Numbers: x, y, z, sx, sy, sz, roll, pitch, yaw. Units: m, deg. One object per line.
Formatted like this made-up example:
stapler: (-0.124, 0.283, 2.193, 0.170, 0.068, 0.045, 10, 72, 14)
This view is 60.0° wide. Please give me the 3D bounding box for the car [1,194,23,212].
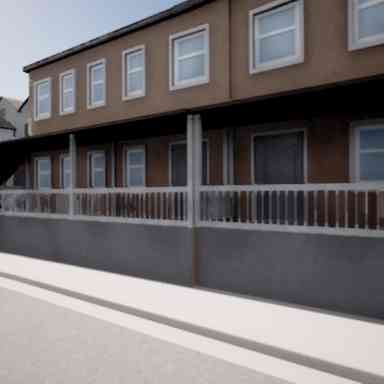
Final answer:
car: (-14.864, 1.030, 28.451, 2.033, 1.411, 5.357, 0, 15, 34)
